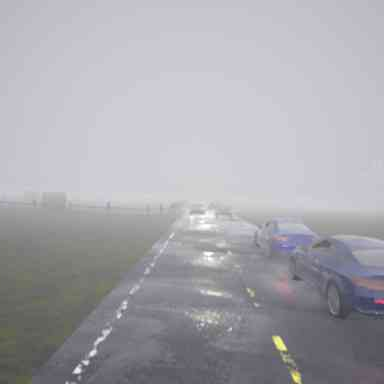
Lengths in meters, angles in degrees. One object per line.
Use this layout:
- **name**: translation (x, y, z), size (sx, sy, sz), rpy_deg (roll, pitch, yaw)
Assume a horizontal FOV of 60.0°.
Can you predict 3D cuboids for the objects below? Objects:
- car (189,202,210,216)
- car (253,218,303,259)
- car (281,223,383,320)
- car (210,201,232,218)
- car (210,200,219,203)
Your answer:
- **car**: translation (0.665, 2.017, 39.111), size (2.033, 1.411, 5.357), rpy_deg (2, -1, 1)
- **car**: translation (3.736, 1.788, 13.603), size (1.812, 1.442, 4.674), rpy_deg (2, -1, 1)
- **car**: translation (3.618, 1.715, 7.605), size (1.812, 1.442, 4.674), rpy_deg (2, -1, 1)
- **car**: translation (3.431, 2.071, 37.015), size (2.033, 1.411, 5.357), rpy_deg (2, -1, 2)
- **car**: translation (3.740, 2.090, 55.330), size (2.097, 1.767, 4.553), rpy_deg (2, -1, 1)
